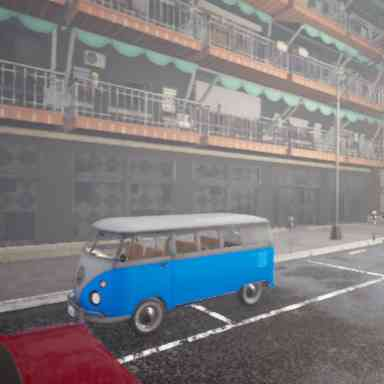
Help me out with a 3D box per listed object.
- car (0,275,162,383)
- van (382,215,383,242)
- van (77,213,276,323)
[{"bbox_3d":[-2.550,1.600,1.559,4.718,1.301,1.895,0,0,-35],"label":"car"},{"bbox_3d":[9.083,1.350,13.023,3.998,1.788,1.690,0,1,-35],"label":"van"},{"bbox_3d":[-0.170,1.343,6.415,3.998,1.788,1.690,0,1,-35],"label":"van"}]
